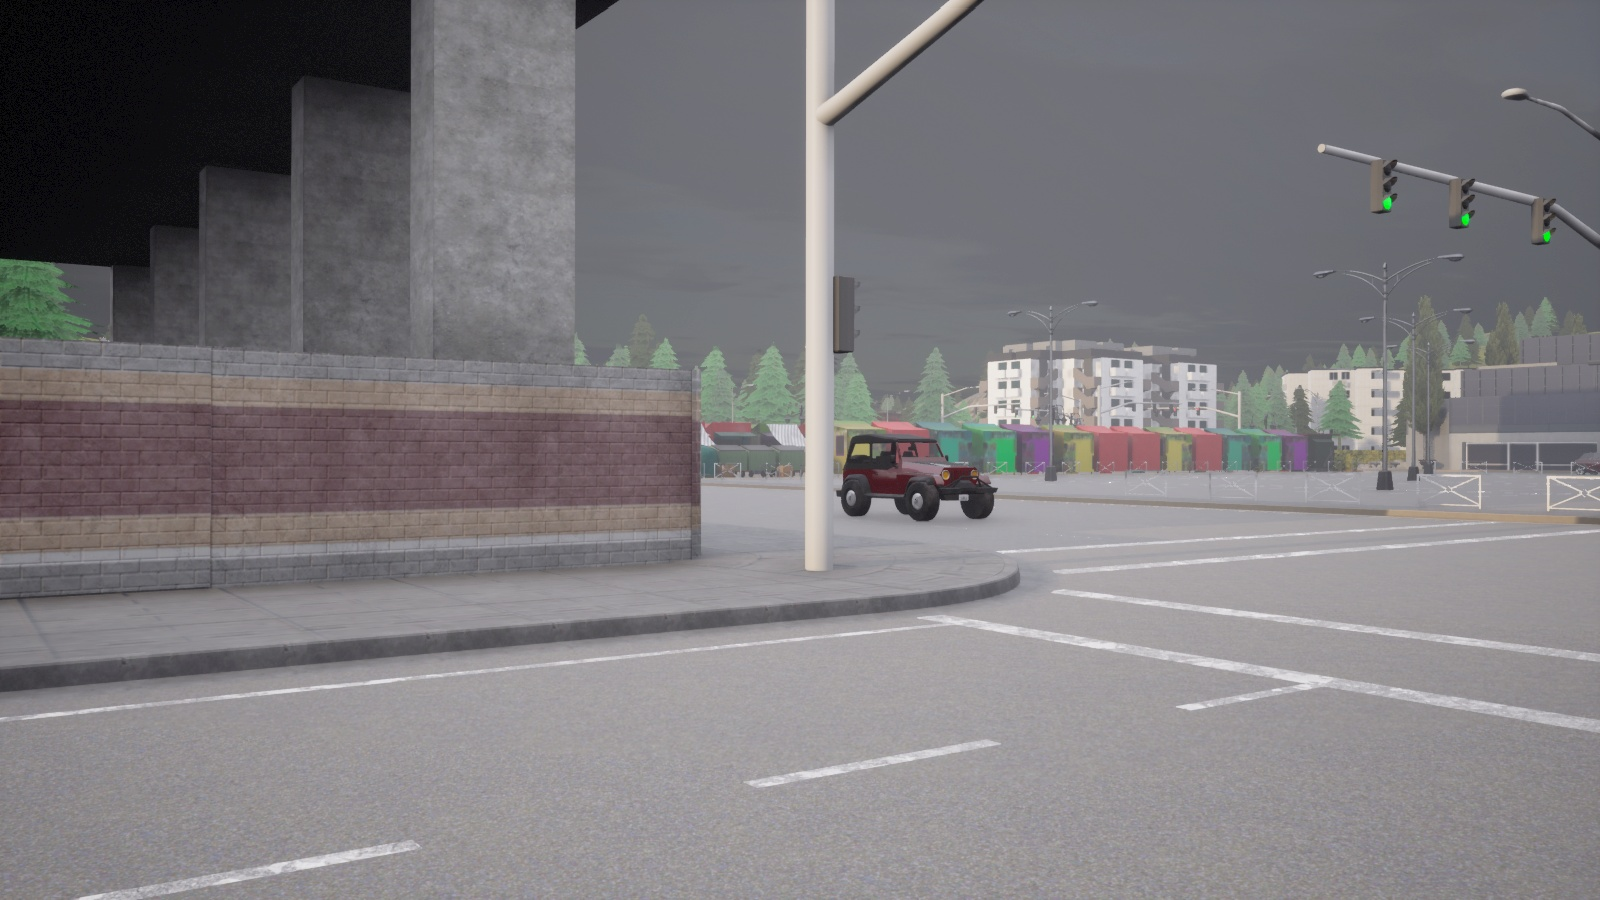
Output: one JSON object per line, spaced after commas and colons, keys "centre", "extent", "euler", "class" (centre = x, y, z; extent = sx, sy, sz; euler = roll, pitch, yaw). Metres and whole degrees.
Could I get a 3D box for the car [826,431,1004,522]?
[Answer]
{"centre": [2.491, 0.549, 28.043], "extent": [1.905, 1.878, 3.866], "euler": [0, 0, -35], "class": "car"}
